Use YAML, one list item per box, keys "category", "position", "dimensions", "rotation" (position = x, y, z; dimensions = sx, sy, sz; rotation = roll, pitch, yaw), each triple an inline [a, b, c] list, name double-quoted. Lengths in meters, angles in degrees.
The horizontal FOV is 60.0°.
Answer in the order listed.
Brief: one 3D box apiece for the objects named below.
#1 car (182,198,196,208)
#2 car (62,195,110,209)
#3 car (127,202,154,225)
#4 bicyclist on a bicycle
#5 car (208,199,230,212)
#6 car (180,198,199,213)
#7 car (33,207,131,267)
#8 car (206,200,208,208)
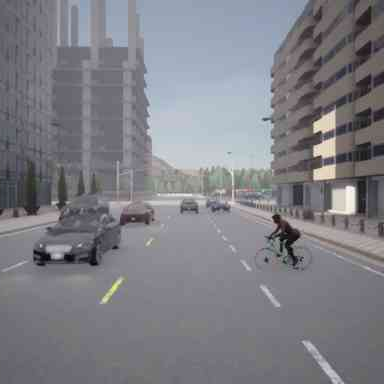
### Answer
- category: "car"
  position: [-0.458, 1.547, 48.150]
  dimensions: [2.033, 1.411, 5.357]
  rotation: [0, 0, -1]
- category: "car"
  position: [-7.286, 1.223, 23.300]
  dimensions: [2.150, 2.045, 5.566]
  rotation: [0, 0, 0]
- category: "car"
  position: [-3.845, 1.477, 24.131]
  dimensions: [1.882, 1.535, 5.008]
  rotation: [0, 0, -1]
- category: "bicyclist on a bicycle"
  position: [2.595, 1.451, 9.488]
  dimensions: [1.656, 1.620, 0.582]
  rotation: [-2, 0, -1]
- category: "car"
  position: [3.154, 1.600, 38.038]
  dimensions: [1.895, 1.301, 4.718]
  rotation: [0, 0, 0]
- category: "car"
  position: [-0.299, 1.489, 36.476]
  dimensions: [2.128, 1.511, 4.902]
  rotation: [0, 0, -1]
- category: "car"
  position: [-3.713, 1.492, 11.553]
  dimensions: [2.128, 1.511, 4.902]
  rotation: [0, 0, -1]
- category: "car"
  position: [2.980, 1.600, 48.051]
  dimensions: [1.895, 1.301, 4.718]
  rotation: [0, 0, -1]
